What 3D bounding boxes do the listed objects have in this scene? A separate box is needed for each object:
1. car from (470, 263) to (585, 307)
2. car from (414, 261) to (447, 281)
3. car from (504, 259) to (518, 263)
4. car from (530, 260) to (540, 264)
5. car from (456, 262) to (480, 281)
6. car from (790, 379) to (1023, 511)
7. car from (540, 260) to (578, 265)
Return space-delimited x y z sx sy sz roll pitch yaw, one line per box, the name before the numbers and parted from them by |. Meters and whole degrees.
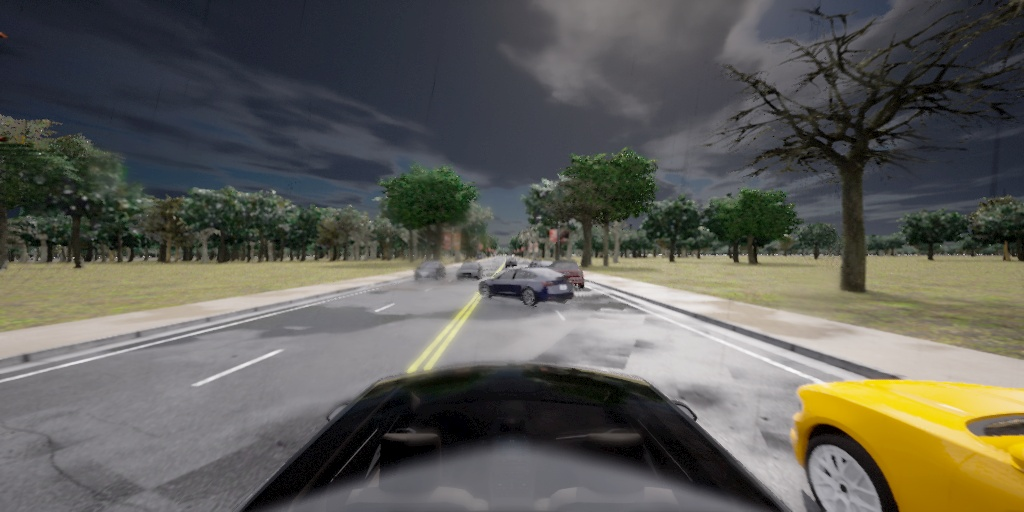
car | 0.499 1.238 15.529 2.163 1.488 4.792 0 0 -39
car | -6.638 1.210 29.523 2.128 1.511 4.902 0 0 0
car | -0.125 1.195 56.540 1.837 1.490 4.892 0 1 0
car | 3.197 1.218 33.973 2.163 1.488 4.792 0 0 0
car | -3.387 1.223 29.509 1.837 1.490 4.892 0 0 0
car | 3.251 1.229 0.927 1.882 1.535 5.008 0 0 0
car | 3.227 1.078 22.907 2.097 1.767 4.553 0 0 0
